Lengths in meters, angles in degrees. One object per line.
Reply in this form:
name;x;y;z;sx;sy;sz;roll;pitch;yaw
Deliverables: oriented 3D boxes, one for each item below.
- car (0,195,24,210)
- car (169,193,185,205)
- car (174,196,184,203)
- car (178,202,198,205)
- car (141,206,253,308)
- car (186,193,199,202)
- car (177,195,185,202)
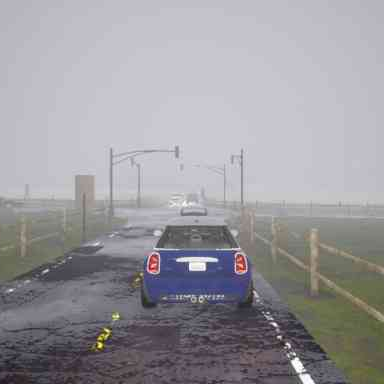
car;-21.053;1.112;36.349;5.008;1.535;1.882;1;0;0
car;-2.838;1.237;59.878;2.150;2.045;5.566;0;0;0
car;-2.733;1.615;69.899;1.895;1.301;4.718;0;0;0
car;0.091;1.507;17.234;1.837;1.490;4.892;0;0;0
car;0.096;1.353;8.068;2.097;1.767;4.553;0;0;0
car;0.086;1.238;62.906;2.150;2.045;5.566;0;0;0
car;-2.700;1.549;80.242;1.812;1.442;4.674;0;0;0
